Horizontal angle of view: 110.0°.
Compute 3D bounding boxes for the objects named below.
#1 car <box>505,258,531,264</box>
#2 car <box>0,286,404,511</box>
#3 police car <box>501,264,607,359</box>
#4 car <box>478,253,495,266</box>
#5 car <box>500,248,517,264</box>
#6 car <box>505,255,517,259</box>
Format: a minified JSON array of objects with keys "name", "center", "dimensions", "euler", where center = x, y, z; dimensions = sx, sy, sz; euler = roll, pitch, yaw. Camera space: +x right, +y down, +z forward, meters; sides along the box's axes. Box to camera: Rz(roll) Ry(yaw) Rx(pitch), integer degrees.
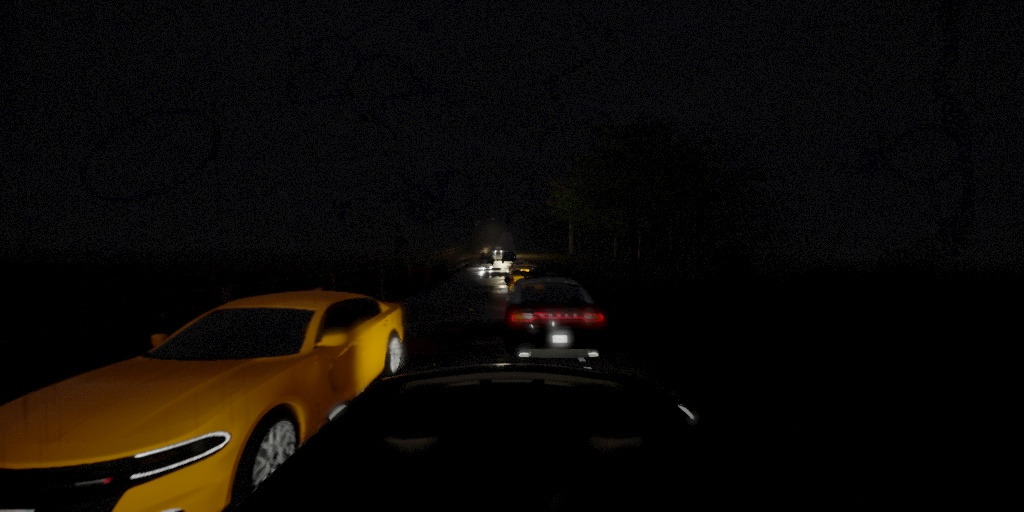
[{"name":"car","center":[0.675,1.071,18.587],"dimensions":[1.801,1.575,5.366],"euler":[0,1,-1]},{"name":"car","center":[-2.870,1.222,4.543],"dimensions":[1.882,1.535,5.008],"euler":[0,0,-1]},{"name":"police car","center":[0.769,1.149,8.510],"dimensions":[1.930,1.638,5.238],"euler":[0,0,-1]},{"name":"car","center":[-3.253,0.434,46.087],"dimensions":[2.128,1.511,4.902],"euler":[0,2,-1]},{"name":"car","center":[-0.393,0.111,51.834],"dimensions":[2.097,1.767,4.553],"euler":[0,2,0]},{"name":"car","center":[0.619,0.968,24.586],"dimensions":[1.801,1.575,5.366],"euler":[0,1,-1]}]
